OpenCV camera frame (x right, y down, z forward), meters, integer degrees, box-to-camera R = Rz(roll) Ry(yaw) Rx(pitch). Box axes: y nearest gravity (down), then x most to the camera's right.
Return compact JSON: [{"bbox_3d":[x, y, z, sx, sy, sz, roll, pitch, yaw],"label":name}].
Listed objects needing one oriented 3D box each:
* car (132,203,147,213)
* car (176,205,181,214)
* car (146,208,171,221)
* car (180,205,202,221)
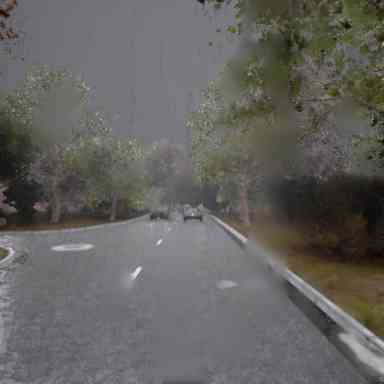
[{"bbox_3d":[-9.232,2.913,55.568,5.357,1.411,2.033,-1,-3,25],"label":"car"},{"bbox_3d":[-1.087,2.695,50.862,1.837,1.490,4.892,1,-2,-16],"label":"car"},{"bbox_3d":[-3.334,2.331,35.295,1.895,1.301,4.718,0,-2,0],"label":"car"},{"bbox_3d":[0.086,2.301,35.538,1.994,1.385,4.181,0,-2,0],"label":"car"}]
